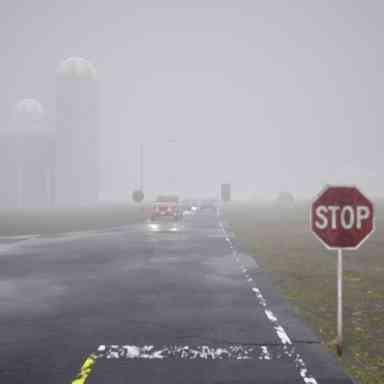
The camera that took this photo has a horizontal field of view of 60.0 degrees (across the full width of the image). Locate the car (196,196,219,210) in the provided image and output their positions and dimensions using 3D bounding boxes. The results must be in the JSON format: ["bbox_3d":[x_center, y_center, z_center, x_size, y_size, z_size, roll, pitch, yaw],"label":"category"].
[{"bbox_3d":[2.080,1.520,42.223,2.033,1.411,5.357,0,0,5],"label":"car"}]

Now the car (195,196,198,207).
[{"bbox_3d":[-0.112,1.528,49.915,1.994,1.385,4.181,0,0,6],"label":"car"}]

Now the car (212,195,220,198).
[{"bbox_3d":[4.438,1.429,66.194,2.128,1.511,4.902,0,0,6],"label":"car"}]

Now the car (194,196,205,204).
[{"bbox_3d":[1.493,1.542,64.937,1.994,1.385,4.181,0,0,6],"label":"car"}]

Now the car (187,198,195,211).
[{"bbox_3d":[-1.100,1.543,39.339,1.994,1.385,4.181,0,0,5],"label":"car"}]

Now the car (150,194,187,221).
[{"bbox_3d":[-1.973,1.212,27.429,2.150,2.045,5.566,0,0,4],"label":"car"}]
